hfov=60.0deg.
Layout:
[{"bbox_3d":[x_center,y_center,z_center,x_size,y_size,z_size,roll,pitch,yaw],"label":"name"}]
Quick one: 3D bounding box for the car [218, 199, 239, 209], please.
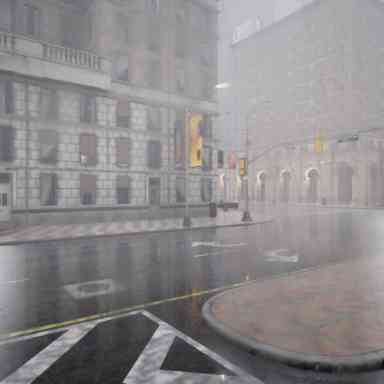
[{"bbox_3d":[4.039,1.601,43.919,1.895,1.301,4.718,0,0,-36],"label":"car"}]
